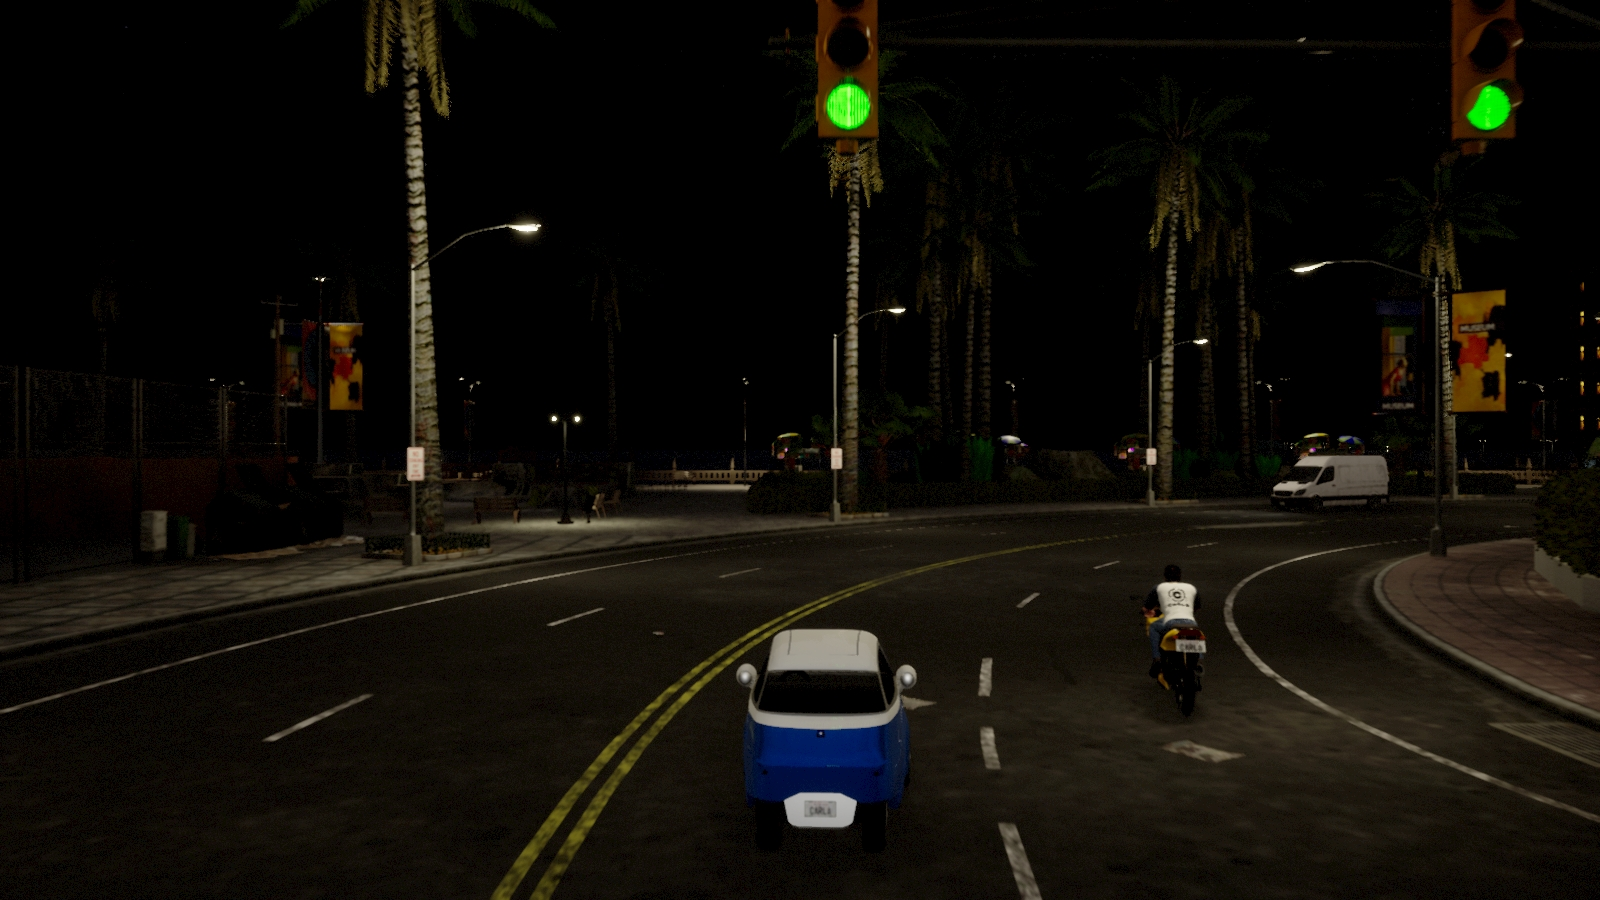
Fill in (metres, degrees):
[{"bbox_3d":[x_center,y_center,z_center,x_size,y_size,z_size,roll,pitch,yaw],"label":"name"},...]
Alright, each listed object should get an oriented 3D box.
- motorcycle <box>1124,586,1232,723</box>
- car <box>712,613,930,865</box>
[{"bbox_3d":[4.154,2.212,12.717,0.803,1.145,2.033,0,0,9],"label":"motorcycle"},{"bbox_3d":[0.191,2.120,8.871,1.481,1.376,2.207,0,0,3],"label":"car"}]
